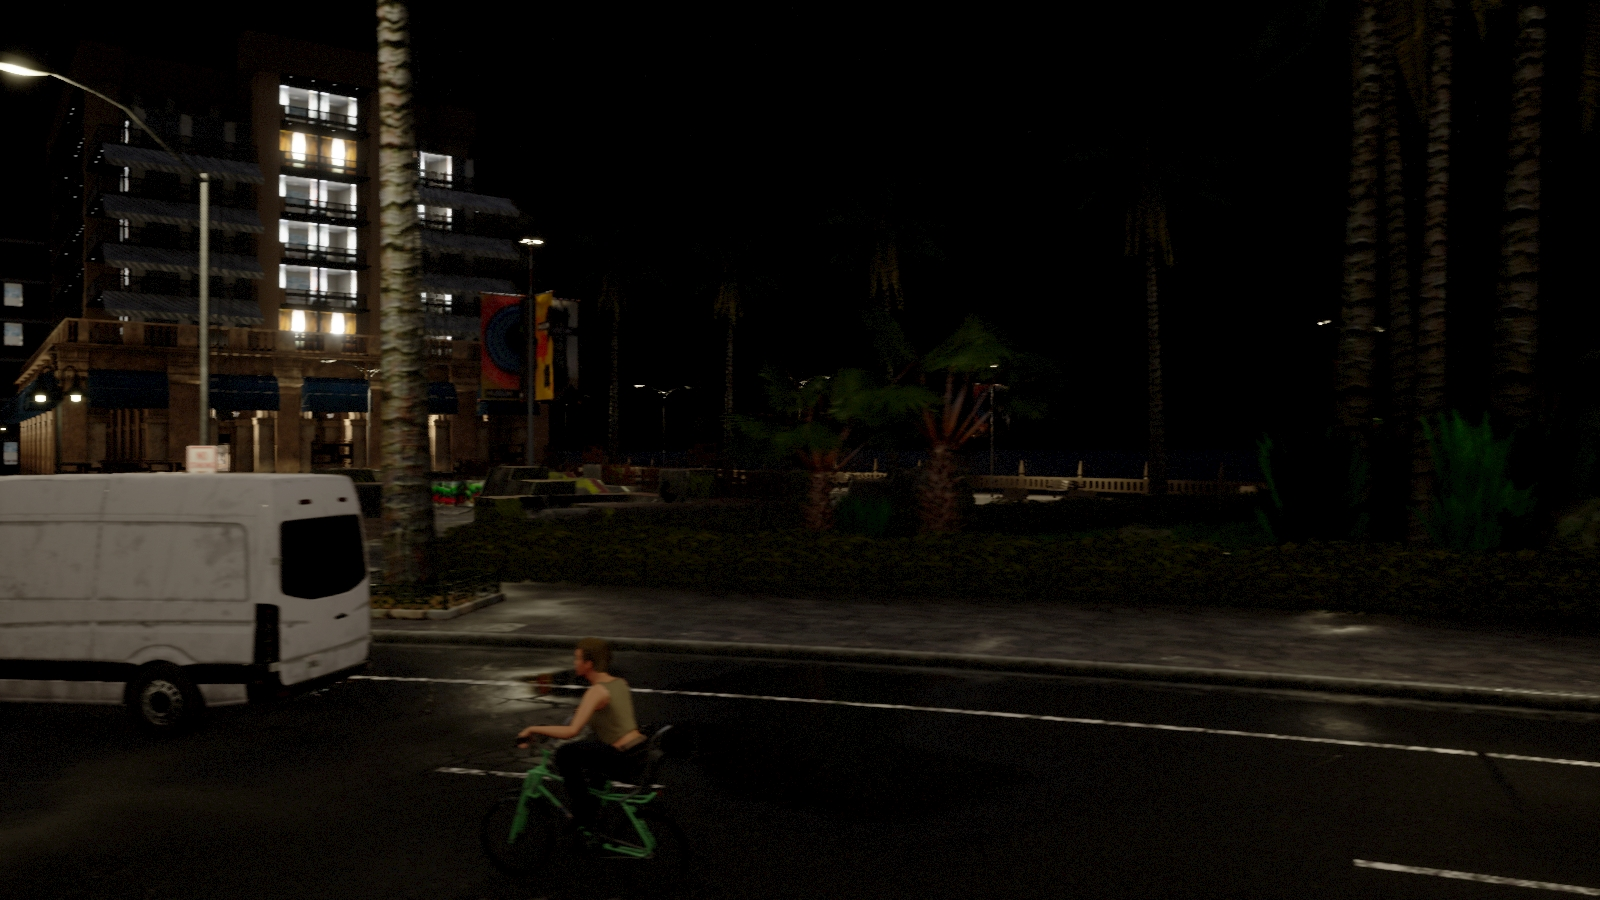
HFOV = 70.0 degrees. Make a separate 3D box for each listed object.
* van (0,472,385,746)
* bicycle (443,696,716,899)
[{"bbox_3d":[-7.737,1.531,12.269,5.915,2.561,1.988,0,0,9],"label":"van"},{"bbox_3d":[-1.394,2.254,7.320,1.487,1.080,0.859,0,0,18],"label":"bicycle"}]
